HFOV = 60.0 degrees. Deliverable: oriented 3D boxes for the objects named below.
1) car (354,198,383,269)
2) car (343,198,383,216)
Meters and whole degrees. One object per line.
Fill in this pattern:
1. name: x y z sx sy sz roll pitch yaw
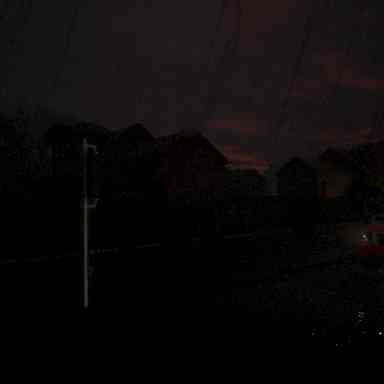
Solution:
1. car: 7.320 1.254 10.333 5.566 2.045 2.150 0 -1 -38
2. car: 15.976 1.289 30.250 1.845 1.501 3.633 0 0 -41
